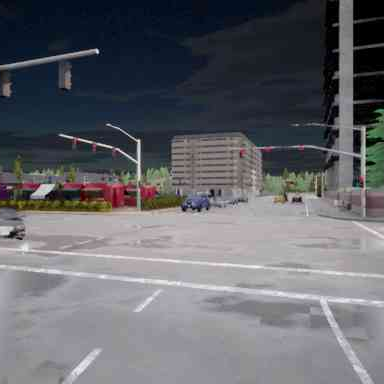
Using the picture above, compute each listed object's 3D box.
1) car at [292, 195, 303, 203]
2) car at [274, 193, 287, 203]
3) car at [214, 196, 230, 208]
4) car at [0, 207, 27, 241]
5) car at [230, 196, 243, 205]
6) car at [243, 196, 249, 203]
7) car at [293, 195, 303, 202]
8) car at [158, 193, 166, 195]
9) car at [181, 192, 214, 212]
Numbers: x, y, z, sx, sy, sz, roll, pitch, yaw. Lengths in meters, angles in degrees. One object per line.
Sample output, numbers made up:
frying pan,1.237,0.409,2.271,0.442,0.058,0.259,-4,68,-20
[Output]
car,21.376,1.472,67.598,1.882,1.535,5.008,0,0,19
car,18.161,1.471,68.999,1.882,1.535,5.008,0,0,19
car,3.693,1.596,48.537,1.895,1.301,4.718,0,0,19
car,-9.426,1.530,16.372,2.128,1.511,4.902,1,-1,-34
car,6.807,1.486,57.658,2.128,1.511,4.902,0,0,19
car,10.270,1.541,67.649,2.033,1.411,5.357,0,0,19
car,24.658,1.518,77.345,2.128,1.511,4.902,0,0,19
car,-8.052,1.202,81.411,4.605,1.855,1.932,0,0,19
car,0.554,1.218,39.292,2.150,2.045,5.566,0,0,19
